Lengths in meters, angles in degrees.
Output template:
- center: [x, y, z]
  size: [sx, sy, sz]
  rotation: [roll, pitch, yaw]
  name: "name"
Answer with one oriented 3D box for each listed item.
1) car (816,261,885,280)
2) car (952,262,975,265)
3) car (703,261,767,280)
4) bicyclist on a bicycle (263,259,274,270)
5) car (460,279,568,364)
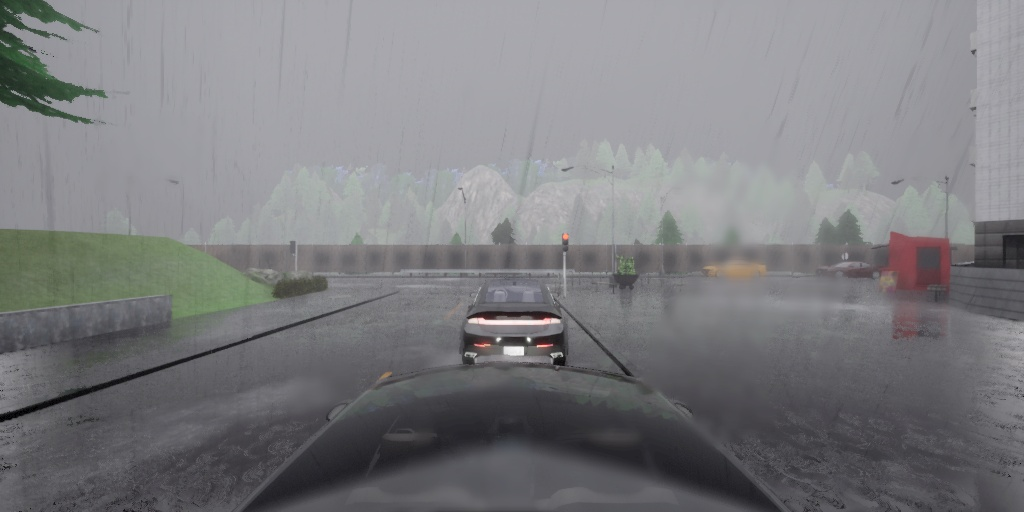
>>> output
- center: [29.394, 1.222, 31.211]
  size: [5.008, 1.535, 1.882]
  rotation: [0, 0, 0]
  name: "car"
- center: [39.795, 1.249, 31.194]
  size: [4.892, 1.490, 1.837]
  rotation: [0, 0, 0]
  name: "car"
- center: [19.346, 1.222, 31.208]
  size: [5.008, 1.535, 1.882]
  rotation: [0, 0, 0]
  name: "car"
- center: [-24.032, 1.093, 35.380]
  size: [0.582, 1.620, 1.656]
  rotation: [0, 0, 0]
  name: "bicyclist on a bicycle"
- center: [0.052, 1.240, 7.907]
  size: [2.128, 1.511, 4.902]
  rotation: [0, 0, 0]
  name: "car"
